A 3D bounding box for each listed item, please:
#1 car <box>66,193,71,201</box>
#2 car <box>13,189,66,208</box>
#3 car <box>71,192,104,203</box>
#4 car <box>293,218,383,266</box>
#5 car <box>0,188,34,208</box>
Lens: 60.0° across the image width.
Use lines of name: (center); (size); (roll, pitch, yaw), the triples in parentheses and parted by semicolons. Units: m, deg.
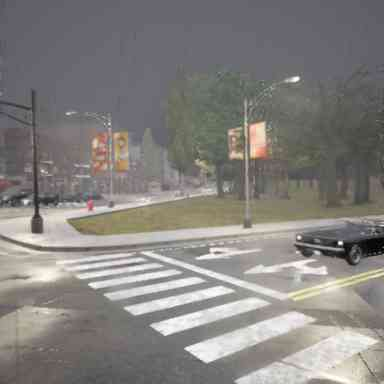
car: (-16.785, 0.755, 47.579); (2.033, 1.411, 5.357); (-1, 0, 10)
car: (-15.694, 0.781, 34.643); (2.128, 1.511, 4.902); (-1, 1, 10)
car: (-13.846, 0.709, 45.503); (2.033, 1.411, 5.357); (-1, 0, 10)
car: (5.729, 1.600, 11.695); (4.718, 1.301, 1.895); (0, 0, -35)
car: (-18.739, 0.564, 36.081); (2.150, 2.045, 5.566); (-1, 0, 11)
